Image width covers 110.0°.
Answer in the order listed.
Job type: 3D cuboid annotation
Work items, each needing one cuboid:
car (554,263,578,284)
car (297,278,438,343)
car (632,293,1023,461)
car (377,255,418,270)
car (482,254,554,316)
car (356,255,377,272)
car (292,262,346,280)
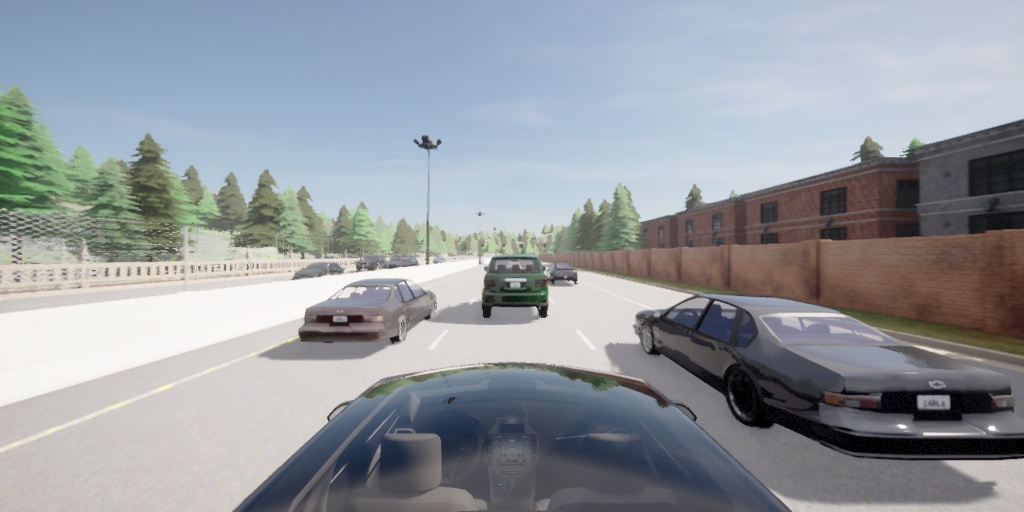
[{"bbox_3d":[3.601,1.217,26.366,2.128,1.511,4.902,0,0,0],"label":"car"},{"bbox_3d":[-3.399,1.289,9.592,2.033,1.411,5.357,0,0,0],"label":"car"},{"bbox_3d":[3.602,1.294,5.574,2.033,1.411,5.357,0,0,0],"label":"car"},{"bbox_3d":[-10.569,0.939,34.263,2.150,2.045,5.566,0,0,0],"label":"car"},{"bbox_3d":[0.102,0.960,13.353,2.150,2.045,5.566,0,0,0],"label":"car"},{"bbox_3d":[-17.572,0.931,45.201,2.150,2.045,5.566,0,0,0],"label":"car"},{"bbox_3d":[-14.083,1.229,26.480,1.837,1.490,4.892,0,0,0],"label":"car"}]
